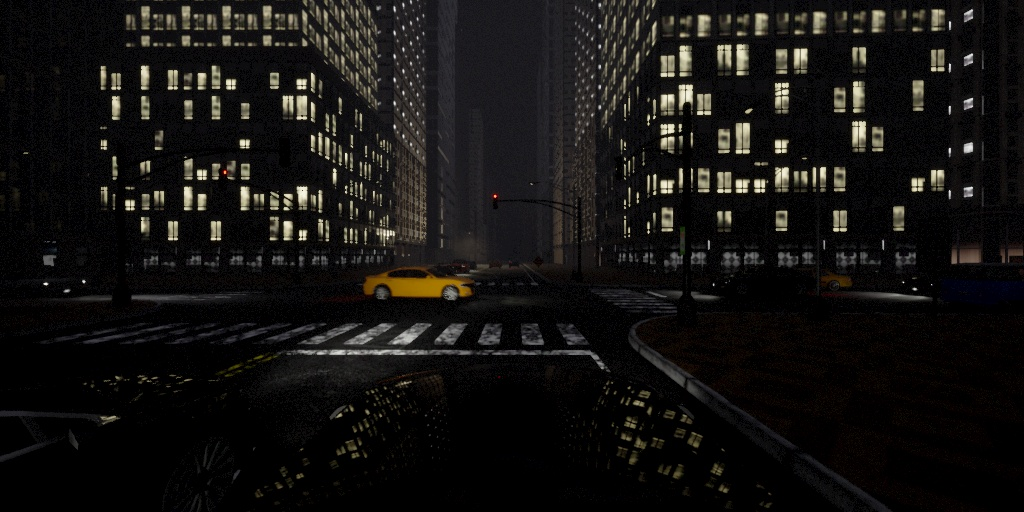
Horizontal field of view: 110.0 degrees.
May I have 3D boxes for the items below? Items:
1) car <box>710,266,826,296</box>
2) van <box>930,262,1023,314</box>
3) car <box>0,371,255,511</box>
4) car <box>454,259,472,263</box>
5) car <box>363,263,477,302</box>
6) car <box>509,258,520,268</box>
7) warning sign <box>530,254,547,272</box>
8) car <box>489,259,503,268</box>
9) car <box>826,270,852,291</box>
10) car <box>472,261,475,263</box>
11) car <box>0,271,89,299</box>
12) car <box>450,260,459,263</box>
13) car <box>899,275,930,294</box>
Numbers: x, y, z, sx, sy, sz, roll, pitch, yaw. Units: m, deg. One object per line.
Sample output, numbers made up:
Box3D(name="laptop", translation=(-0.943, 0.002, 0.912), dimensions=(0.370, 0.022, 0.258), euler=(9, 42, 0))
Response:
Box3D(name="car", translation=(13.064, 1.274, 18.836), dimensions=(4.892, 1.490, 1.837), euler=(0, 0, 2))
Box3D(name="van", translation=(18.409, 1.120, 13.090), dimensions=(3.998, 1.789, 1.690), euler=(0, 0, 2))
Box3D(name="car", translation=(-3.155, 1.241, 1.132), dimensions=(2.128, 1.511, 4.902), euler=(0, 0, 0))
Box3D(name="car", translation=(-6.407, 1.154, 43.328), dimensions=(2.097, 1.767, 4.553), euler=(0, 0, 0))
Box3D(name="car", translation=(-4.262, 1.236, 16.661), dimensions=(5.008, 1.535, 1.882), euler=(0, 0, 3))
Box3D(name="car", translation=(0.390, 1.359, 64.826), dimensions=(2.128, 1.511, 4.902), euler=(0, 0, 1))
Box3D(name="warning sign", translation=(3.033, 0.912, 41.321), dimensions=(1.300, 1.860, 1.060), euler=(0, 0, 0))
Box3D(name="car", translation=(-2.869, 1.336, 62.330), dimensions=(1.882, 1.535, 5.008), euler=(0, 0, 0))
Box3D(name="car", translation=(17.177, 1.294, 21.268), dimensions=(4.829, 1.417, 1.751), euler=(0, 0, 2))
Box3D(name="car", translation=(-6.354, 1.377, 53.825), dimensions=(2.033, 1.411, 5.357), euler=(0, 0, 0))
Box3D(name="car", translation=(-23.484, 1.360, 17.169), dimensions=(4.718, 1.301, 1.895), euler=(0, 0, 1))
Box3D(name="car", translation=(-6.453, 1.345, 33.331), dimensions=(1.994, 1.385, 4.181), euler=(0, 0, 0))
Box3D(name="car", translation=(23.464, 1.324, 18.412), dimensions=(5.357, 1.411, 2.033), euler=(0, 0, 2))
